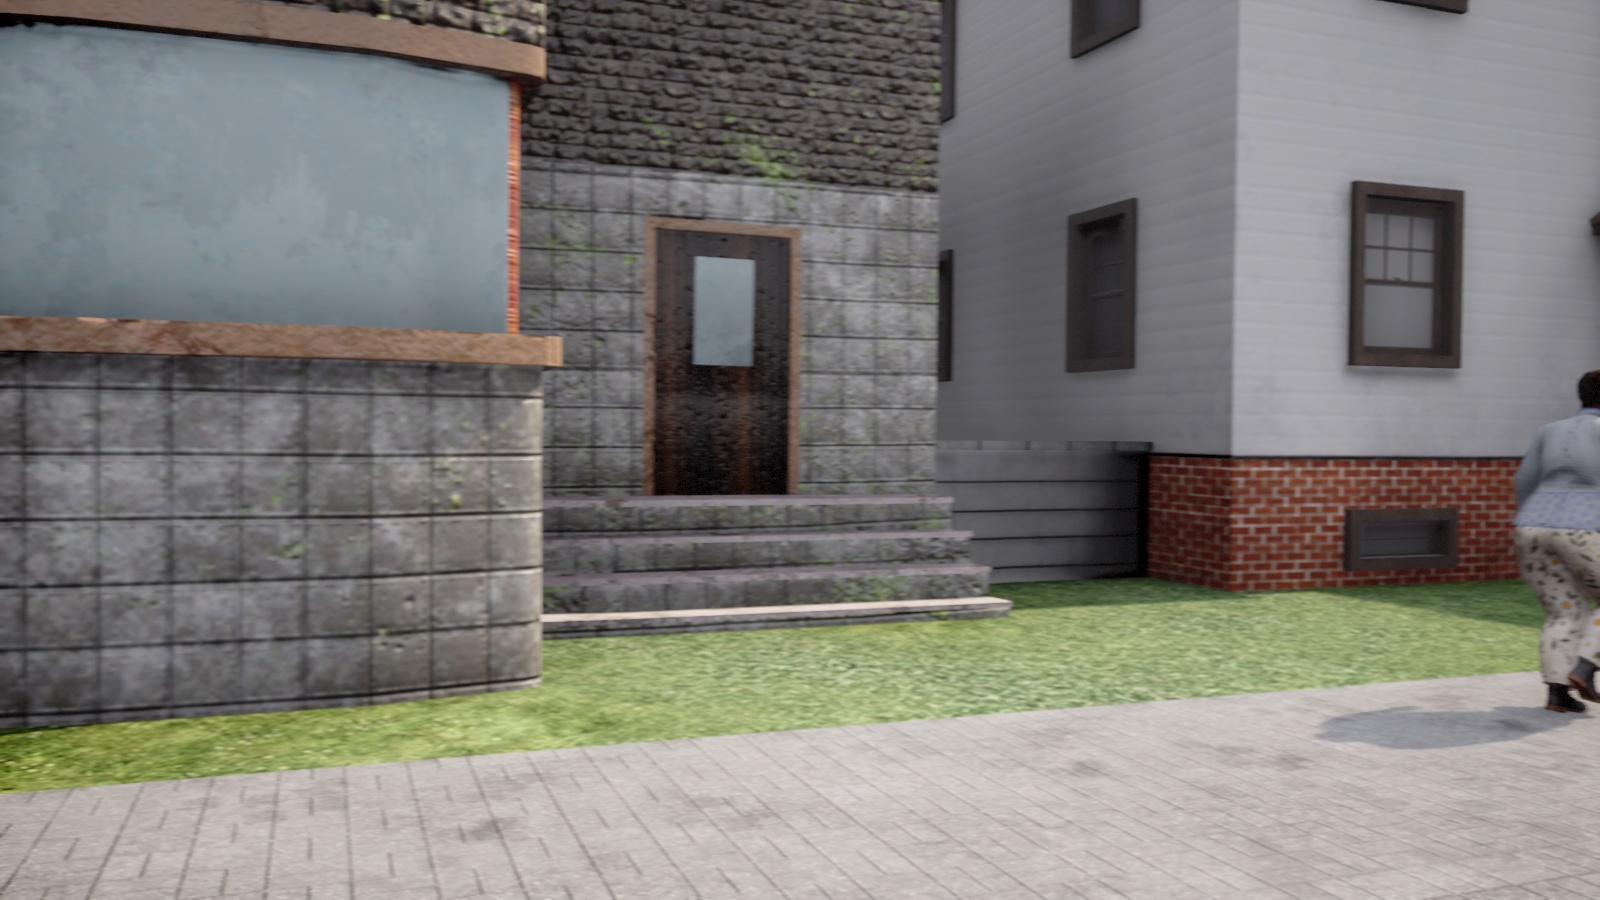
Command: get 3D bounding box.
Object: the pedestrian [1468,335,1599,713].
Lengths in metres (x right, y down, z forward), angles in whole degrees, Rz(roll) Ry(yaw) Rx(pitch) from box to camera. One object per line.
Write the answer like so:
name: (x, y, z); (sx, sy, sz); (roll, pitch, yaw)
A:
pedestrian: (4.235, 0.354, 6.628); (0.900, 1.855, 0.874); (-1, 1, -20)
